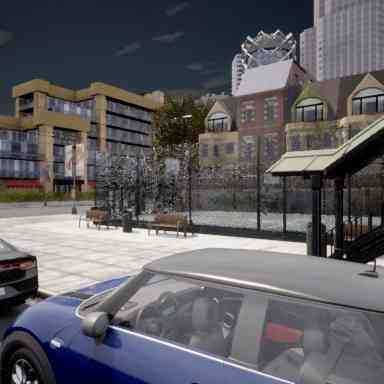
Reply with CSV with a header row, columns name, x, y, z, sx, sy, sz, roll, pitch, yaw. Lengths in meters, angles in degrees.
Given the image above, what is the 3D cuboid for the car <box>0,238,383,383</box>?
name,x,y,z,sx,sy,sz,roll,pitch,yaw
car,0.148,1.354,3.198,4.553,1.767,2.185,0,0,35
